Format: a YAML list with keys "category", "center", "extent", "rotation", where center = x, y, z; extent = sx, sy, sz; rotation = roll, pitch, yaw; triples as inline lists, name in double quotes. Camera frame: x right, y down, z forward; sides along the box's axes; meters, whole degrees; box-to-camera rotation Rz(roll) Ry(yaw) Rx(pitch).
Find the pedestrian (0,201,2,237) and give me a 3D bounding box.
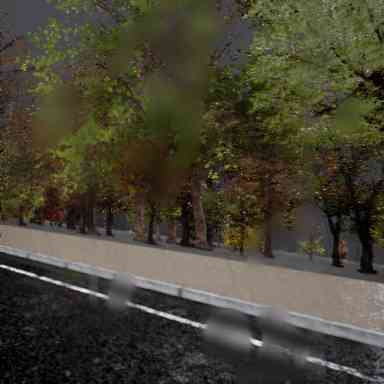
- category: "pedestrian"
  center: [-7.914, 0.899, 13.380]
  extent: [0.375, 1.860, 0.375]
  rotation: [1, 1, 36]
